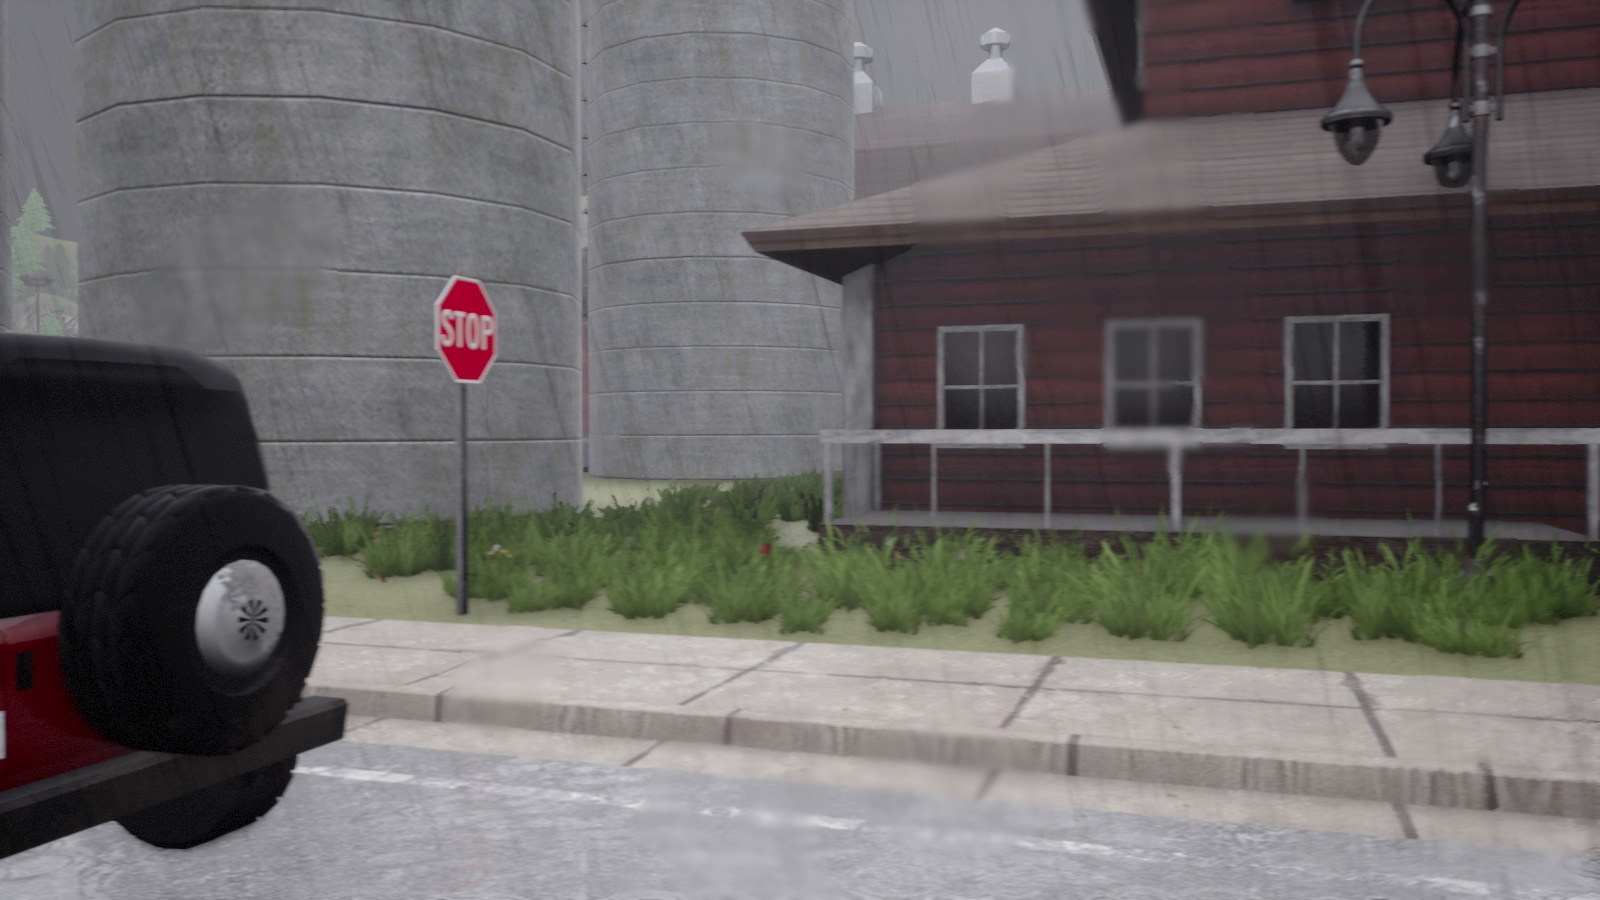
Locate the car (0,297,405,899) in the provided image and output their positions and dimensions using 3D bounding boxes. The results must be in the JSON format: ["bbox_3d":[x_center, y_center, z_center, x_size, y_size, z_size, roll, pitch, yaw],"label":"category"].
[{"bbox_3d":[-3.611,0.529,4.405,3.866,1.878,1.905,1,1,19],"label":"car"}]
